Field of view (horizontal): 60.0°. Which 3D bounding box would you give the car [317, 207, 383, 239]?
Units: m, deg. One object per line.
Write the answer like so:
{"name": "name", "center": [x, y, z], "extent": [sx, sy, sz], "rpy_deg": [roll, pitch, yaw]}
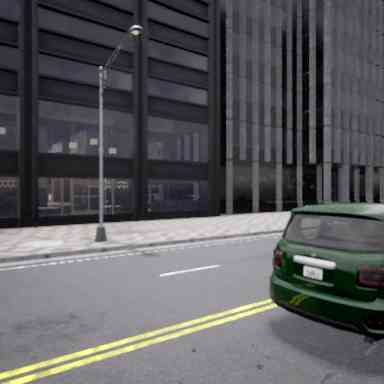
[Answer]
{"name": "car", "center": [9.088, 1.589, 18.155], "extent": [4.718, 1.301, 1.895], "rpy_deg": [0, 0, -35]}

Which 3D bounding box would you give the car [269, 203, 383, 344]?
{"name": "car", "center": [3.871, 1.218, 6.202], "extent": [5.566, 2.045, 2.150], "rpy_deg": [0, 0, -36]}
